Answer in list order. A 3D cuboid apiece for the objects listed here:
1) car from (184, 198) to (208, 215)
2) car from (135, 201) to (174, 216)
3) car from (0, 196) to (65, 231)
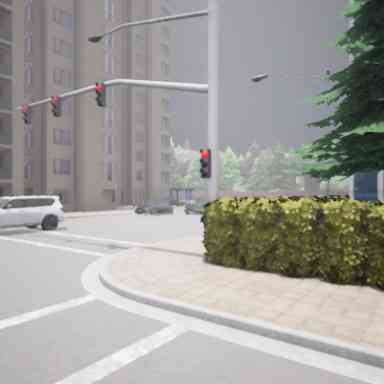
[{"bbox_3d":[1.183,1.362,33.717,2.097,1.767,4.553,0,0,37],"label":"car"},{"bbox_3d":[-3.696,1.575,32.997,1.994,1.385,4.181,0,0,36],"label":"car"},{"bbox_3d":[-9.923,1.232,18.608,2.150,2.045,5.566,0,0,36],"label":"car"}]
